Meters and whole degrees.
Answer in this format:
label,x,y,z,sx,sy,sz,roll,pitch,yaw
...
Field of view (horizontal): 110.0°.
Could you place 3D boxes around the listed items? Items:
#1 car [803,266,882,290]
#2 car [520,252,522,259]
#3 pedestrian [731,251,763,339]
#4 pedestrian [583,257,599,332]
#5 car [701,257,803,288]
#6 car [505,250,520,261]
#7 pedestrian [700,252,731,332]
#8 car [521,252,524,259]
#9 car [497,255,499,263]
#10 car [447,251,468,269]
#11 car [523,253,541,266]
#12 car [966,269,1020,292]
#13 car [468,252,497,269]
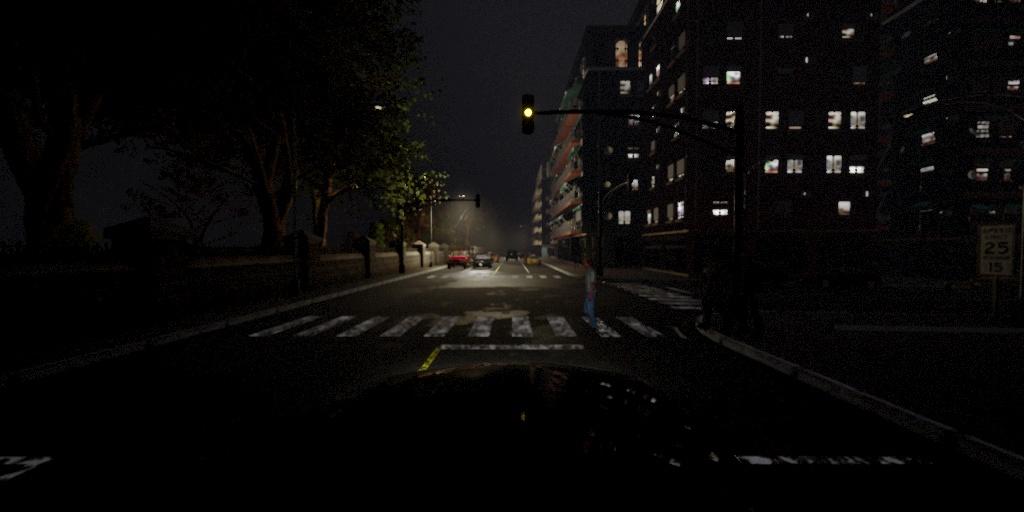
label,x,y,z,sx,sy,sz,roll,pitch,yaw
car,20.286,1.300,22.376,4.507,1.381,1.888,0,0,0
car,2.671,0.351,55.531,2.007,1.370,4.403,0,0,0
pedestrian,4.935,0.787,7.484,0.375,1.860,0.375,0,1,0
pedestrian,1.919,0.917,8.735,0.375,1.860,0.375,0,1,0
car,14.591,0.967,22.354,5.009,1.841,2.192,0,0,0
car,-0.021,-0.121,63.835,2.150,2.045,5.566,0,1,0
pedestrian,4.606,0.773,8.132,0.375,1.860,0.375,0,1,0
car,2.673,0.441,49.996,1.888,1.381,4.507,0,0,0
car,-3.079,0.279,55.496,1.882,1.535,5.008,0,1,0
car,-5.703,0.402,38.924,2.192,1.841,5.009,0,0,0
car,2.675,0.517,44.632,1.751,1.417,4.829,0,0,0
car,31.507,1.486,22.418,4.829,1.417,1.751,0,0,0
car,-3.102,0.589,38.381,2.128,1.511,4.902,0,1,0
